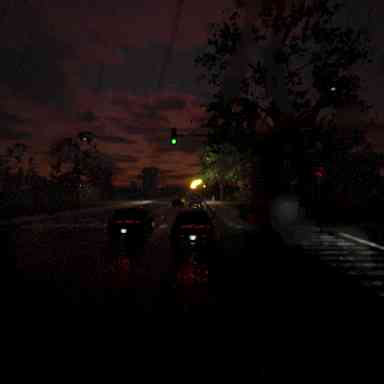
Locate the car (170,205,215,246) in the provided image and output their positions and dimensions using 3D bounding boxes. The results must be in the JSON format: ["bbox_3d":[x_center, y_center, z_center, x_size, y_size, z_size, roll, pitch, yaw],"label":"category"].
[{"bbox_3d":[0.037,1.579,15.768,1.837,1.490,4.892,0,0,0],"label":"car"}]

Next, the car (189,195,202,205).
[{"bbox_3d":[0.646,1.550,59.925,2.150,2.045,5.566,0,0,1],"label":"car"}]

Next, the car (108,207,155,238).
[{"bbox_3d":[-3.199,1.575,18.056,1.837,1.490,4.892,0,0,0],"label":"car"}]

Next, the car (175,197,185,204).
[{"bbox_3d":[-2.413,1.750,70.370,1.882,1.535,5.008,0,0,1],"label":"car"}]

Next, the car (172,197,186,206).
[{"bbox_3d":[-2.597,1.894,60.336,1.994,1.385,4.181,0,0,1],"label":"car"}]
